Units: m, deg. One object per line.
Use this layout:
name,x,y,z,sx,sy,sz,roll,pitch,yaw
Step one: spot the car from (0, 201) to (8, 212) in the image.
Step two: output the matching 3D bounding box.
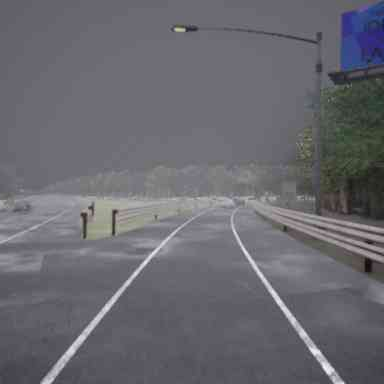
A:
car,-26.640,2.026,46.453,1.812,1.442,4.674,0,-1,-17

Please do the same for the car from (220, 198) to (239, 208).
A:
car,5.740,1.812,52.683,1.812,1.442,4.674,0,0,16

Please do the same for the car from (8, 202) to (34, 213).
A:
car,-22.228,2.028,43.958,2.033,1.411,5.357,0,-1,-16

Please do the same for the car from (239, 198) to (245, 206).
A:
car,8.639,1.827,62.428,2.128,1.511,4.902,0,0,21
